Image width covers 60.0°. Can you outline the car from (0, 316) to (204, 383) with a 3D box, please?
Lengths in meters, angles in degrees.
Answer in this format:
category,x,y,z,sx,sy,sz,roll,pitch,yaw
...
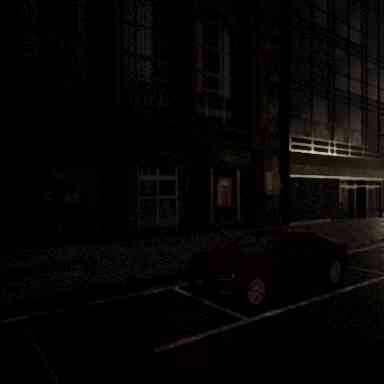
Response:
category,x,y,z,sx,sy,sz,roll,pitch,yaw
car,-2.249,1.606,1.747,4.718,1.301,1.895,0,0,-36

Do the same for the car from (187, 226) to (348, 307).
category,x,y,z,sx,sy,sz,roll,pitch,yaw
car,1.949,1.560,7.987,4.507,1.381,1.887,0,0,-36
